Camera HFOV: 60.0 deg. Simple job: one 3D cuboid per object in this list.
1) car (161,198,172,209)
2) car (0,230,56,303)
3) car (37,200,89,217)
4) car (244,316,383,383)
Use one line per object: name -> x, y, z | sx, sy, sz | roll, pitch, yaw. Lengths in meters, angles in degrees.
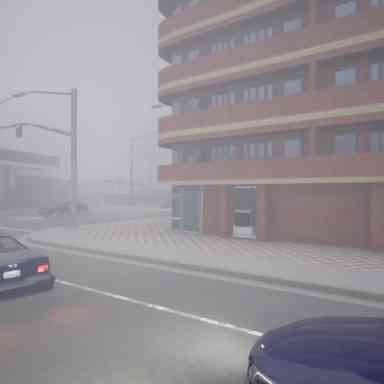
car -> -2.281, 1.543, 45.635 | 1.837, 1.490, 4.892 | 0, 0, 34
car -> -5.246, 1.544, 7.633 | 5.357, 1.411, 2.033 | 0, 0, 38
car -> -12.030, 1.506, 31.309 | 1.837, 1.490, 4.892 | 0, 0, 34
car -> 2.605, 1.537, 2.135 | 4.674, 1.442, 1.812 | 0, 0, 35
